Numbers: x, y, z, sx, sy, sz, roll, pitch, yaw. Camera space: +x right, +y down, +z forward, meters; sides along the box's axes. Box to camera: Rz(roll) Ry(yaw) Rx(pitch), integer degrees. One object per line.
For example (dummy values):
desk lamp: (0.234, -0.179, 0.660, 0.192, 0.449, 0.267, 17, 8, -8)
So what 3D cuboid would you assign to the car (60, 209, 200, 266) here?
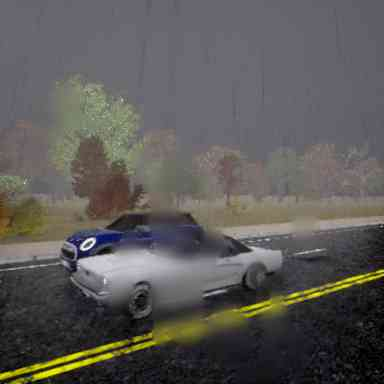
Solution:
car: (-1.668, 1.382, 10.480, 4.553, 1.767, 2.097, 0, 0, -36)

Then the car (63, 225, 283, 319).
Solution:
car: (-0.172, 1.626, 7.557, 4.718, 1.301, 1.895, 0, 0, -36)
